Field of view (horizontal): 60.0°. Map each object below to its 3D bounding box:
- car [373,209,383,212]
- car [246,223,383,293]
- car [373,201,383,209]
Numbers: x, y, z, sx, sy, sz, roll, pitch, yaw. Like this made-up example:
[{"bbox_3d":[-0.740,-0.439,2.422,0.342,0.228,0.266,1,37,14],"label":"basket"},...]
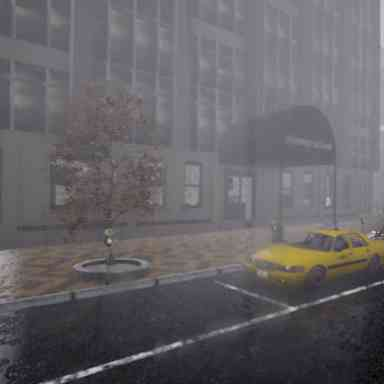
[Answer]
[{"bbox_3d":[8.271,1.570,12.428,4.097,1.590,1.967,1,0,-35],"label":"car"},{"bbox_3d":[3.601,1.601,9.107,4.829,1.417,1.752,1,0,-35],"label":"car"},{"bbox_3d":[21.446,1.620,36.003,1.887,1.381,4.507,2,-1,-36],"label":"car"}]
